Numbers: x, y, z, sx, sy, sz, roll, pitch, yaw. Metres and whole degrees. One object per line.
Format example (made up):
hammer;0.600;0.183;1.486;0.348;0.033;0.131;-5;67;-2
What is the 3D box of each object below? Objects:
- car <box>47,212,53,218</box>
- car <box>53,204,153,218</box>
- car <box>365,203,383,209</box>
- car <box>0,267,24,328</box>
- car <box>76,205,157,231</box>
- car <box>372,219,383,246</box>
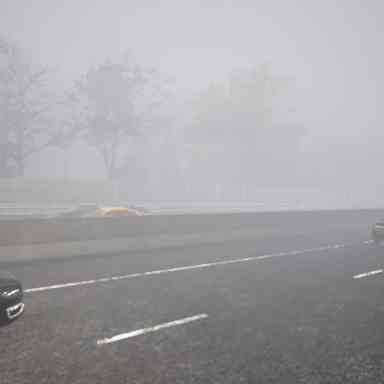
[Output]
car;-7.989;1.628;24.088;4.674;1.442;1.812;1;-1;-35
car;-4.484;1.570;17.990;5.008;1.535;1.882;1;-1;-35
car;27.340;2.321;49.232;4.181;1.385;1.994;1;-1;-35
car;-4.997;1.485;4.480;4.892;1.490;1.837;1;0;-35
car;-4.898;1.626;21.993;4.892;1.490;1.837;1;-1;-35
car;10.174;1.736;15.302;4.902;1.511;2.128;1;-1;-35
